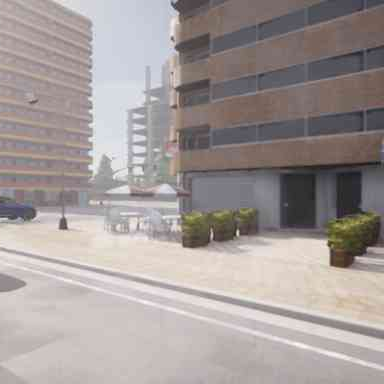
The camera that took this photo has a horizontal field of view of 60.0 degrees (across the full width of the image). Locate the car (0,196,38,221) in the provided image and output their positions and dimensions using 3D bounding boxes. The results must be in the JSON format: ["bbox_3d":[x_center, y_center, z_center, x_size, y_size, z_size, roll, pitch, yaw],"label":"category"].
[{"bbox_3d":[-14.657,1.288,25.229,2.150,2.045,5.566,-1,-1,31],"label":"car"}]

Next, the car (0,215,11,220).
[{"bbox_3d":[-7.510,1.481,9.710,5.008,1.535,1.882,0,0,37],"label":"car"}]
